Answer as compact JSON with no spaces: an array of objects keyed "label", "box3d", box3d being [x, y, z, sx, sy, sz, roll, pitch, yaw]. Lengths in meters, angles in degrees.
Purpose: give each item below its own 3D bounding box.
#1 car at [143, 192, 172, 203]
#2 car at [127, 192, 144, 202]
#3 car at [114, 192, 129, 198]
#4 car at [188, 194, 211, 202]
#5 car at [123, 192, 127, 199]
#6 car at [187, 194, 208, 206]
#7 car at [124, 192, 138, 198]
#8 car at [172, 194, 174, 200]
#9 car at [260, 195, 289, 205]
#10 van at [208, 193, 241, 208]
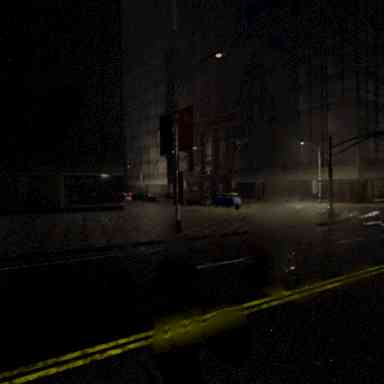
[{"label":"car","box3d":[-5.641,1.017,53.870,1.967,1.590,4.097,-1,1,-35]},{"label":"car","box3d":[-8.918,0.859,58.470,2.192,1.841,5.009,-1,1,-35]},{"label":"car","box3d":[-18.347,0.715,86.428,2.008,1.369,4.403,-1,1,-35]},{"label":"car","box3d":[1.304,0.965,58.813,1.802,1.307,4.206,-1,1,-35]},{"label":"car","box3d":[-15.467,0.787,67.675,2.192,1.841,5.009,-1,1,-35]},{"label":"car","box3d":[0.910,1.223,44.666,1.802,1.307,4.206,-1,1,-35]},{"label":"car","box3d":[-15.071,0.784,81.827,1.802,1.307,4.206,-1,1,-35]},{"label":"car","box3d":[-5.246,0.859,68.018,1.887,1.381,4.507,-1,1,-35]},{"label":"car","box3d":[11.130,1.042,45.005,1.947,1.339,4.313,-1,1,-35]},{"label":"van","box3d":[4.182,1.011,40.060,1.690,1.788,3.998,-1,1,-35]}]
